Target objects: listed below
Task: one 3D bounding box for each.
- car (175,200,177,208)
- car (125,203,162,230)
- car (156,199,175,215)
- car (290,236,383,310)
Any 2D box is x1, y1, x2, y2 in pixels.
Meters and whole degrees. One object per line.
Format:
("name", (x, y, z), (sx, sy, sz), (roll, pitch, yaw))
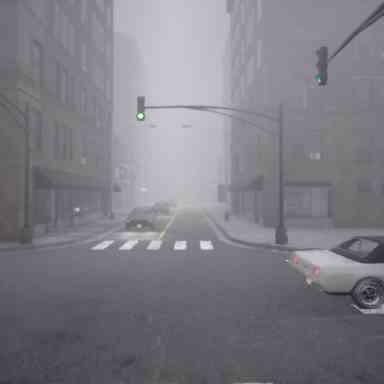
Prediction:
("car", (-3.465, 1.899, 56.346), (2.033, 1.411, 5.357), (0, 0, 0))
("car", (-3.326, 1.684, 22.701), (2.033, 1.411, 5.357), (0, 0, -3))
("car", (-3.402, 1.776, 37.268), (2.033, 1.411, 5.357), (0, 0, 0))
("car", (4.765, 1.647, 7.289), (4.718, 1.301, 1.895), (0, 0, -1))
